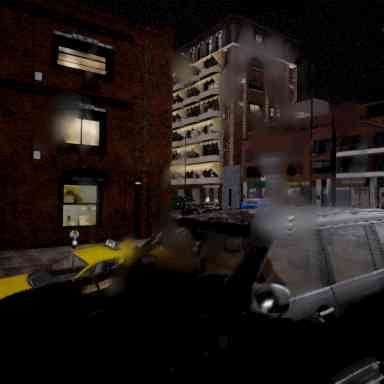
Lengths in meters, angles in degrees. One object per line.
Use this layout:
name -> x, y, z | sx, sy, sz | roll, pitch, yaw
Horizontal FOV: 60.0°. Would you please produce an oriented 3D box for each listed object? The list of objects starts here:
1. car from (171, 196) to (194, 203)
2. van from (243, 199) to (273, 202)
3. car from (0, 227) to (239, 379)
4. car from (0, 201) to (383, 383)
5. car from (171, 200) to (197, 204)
car -> -0.955, 1.484, 38.187 | 2.150, 2.045, 5.566 | 1, 0, -35
van -> 7.129, 1.657, 36.645 | 1.690, 1.788, 3.998 | 1, -1, -35
car -> -1.595, 1.526, 5.572 | 4.829, 1.417, 1.752 | 0, 1, -35
car -> 0.618, 1.223, 3.719 | 5.566, 2.045, 2.150 | 0, 0, -34
car -> 0.231, 1.732, 31.886 | 1.947, 1.339, 4.313 | 1, -1, -35
